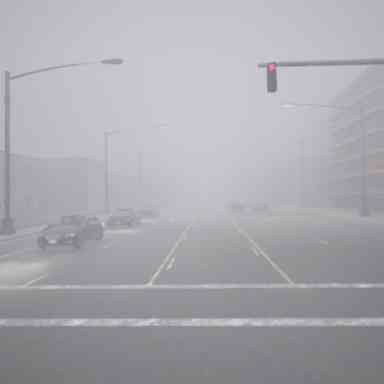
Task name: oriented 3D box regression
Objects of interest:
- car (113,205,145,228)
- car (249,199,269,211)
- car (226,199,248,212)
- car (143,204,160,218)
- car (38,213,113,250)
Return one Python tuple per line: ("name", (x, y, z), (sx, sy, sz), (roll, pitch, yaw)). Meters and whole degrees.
("car", (-5.395, 2.051, 27.027), (1.812, 1.442, 4.674), (-1, 0, 3))
("car", (9.955, 1.981, 48.575), (1.994, 1.385, 4.181), (-1, 0, 3))
("car", (6.227, 1.943, 46.282), (1.882, 1.535, 5.008), (-1, 0, 3))
("car", (-4.847, 2.069, 37.297), (1.882, 1.535, 5.008), (-1, 0, 3))
("car", (-5.932, 1.923, 16.888), (2.128, 1.511, 4.902), (-1, -1, 3))
